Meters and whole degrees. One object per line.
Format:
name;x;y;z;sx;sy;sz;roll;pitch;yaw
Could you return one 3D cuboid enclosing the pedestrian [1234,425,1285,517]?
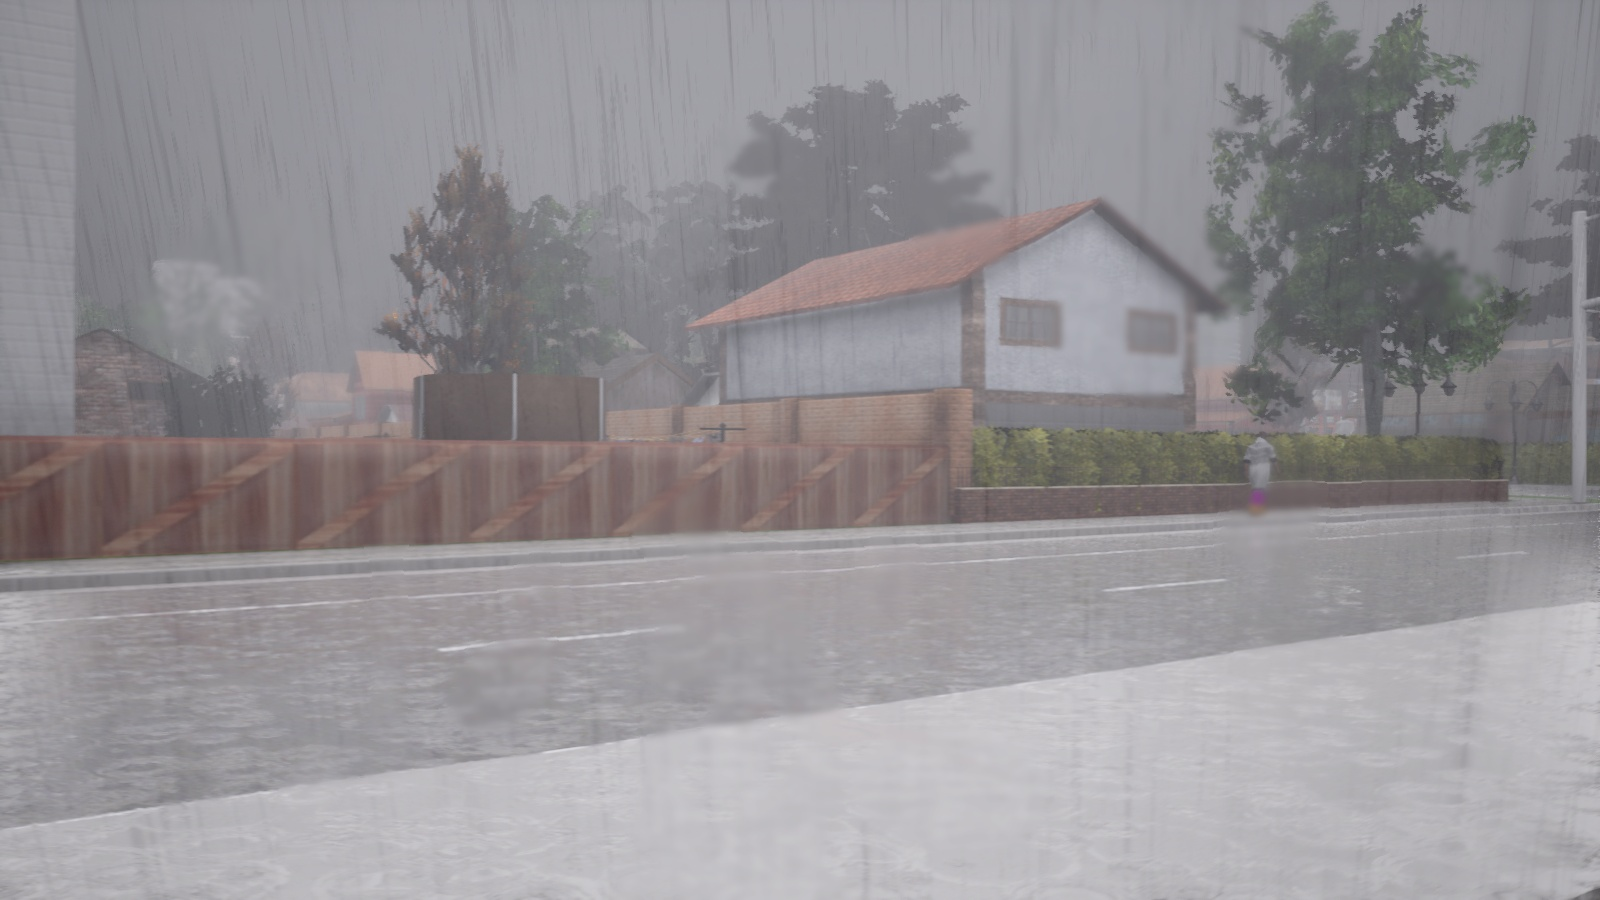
pedestrian;9.922;0.445;27.125;0.873;1.952;0.659;0;0;-36
